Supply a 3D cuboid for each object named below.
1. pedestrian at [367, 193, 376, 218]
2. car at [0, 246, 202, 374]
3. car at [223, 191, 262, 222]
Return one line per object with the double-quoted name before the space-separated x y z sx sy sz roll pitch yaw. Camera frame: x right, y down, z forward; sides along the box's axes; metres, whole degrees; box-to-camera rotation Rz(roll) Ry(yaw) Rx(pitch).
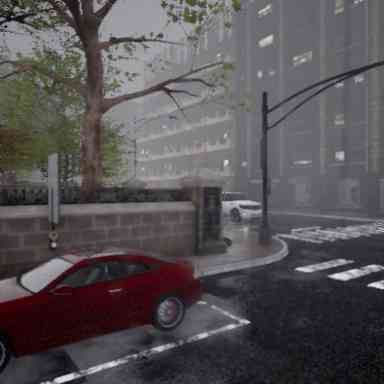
"pedestrian" 13.229 0.956 24.613 0.375 1.860 0.375 1 -1 -36
"car" -1.755 1.585 5.311 4.206 1.307 1.802 0 0 -35
"car" 2.757 0.963 24.194 2.150 2.045 5.566 0 1 -35
